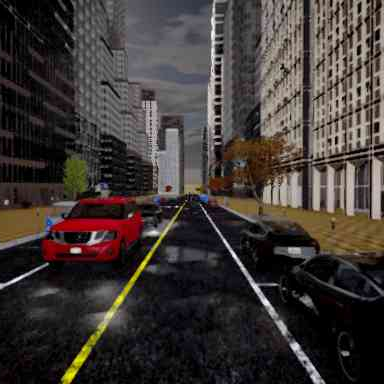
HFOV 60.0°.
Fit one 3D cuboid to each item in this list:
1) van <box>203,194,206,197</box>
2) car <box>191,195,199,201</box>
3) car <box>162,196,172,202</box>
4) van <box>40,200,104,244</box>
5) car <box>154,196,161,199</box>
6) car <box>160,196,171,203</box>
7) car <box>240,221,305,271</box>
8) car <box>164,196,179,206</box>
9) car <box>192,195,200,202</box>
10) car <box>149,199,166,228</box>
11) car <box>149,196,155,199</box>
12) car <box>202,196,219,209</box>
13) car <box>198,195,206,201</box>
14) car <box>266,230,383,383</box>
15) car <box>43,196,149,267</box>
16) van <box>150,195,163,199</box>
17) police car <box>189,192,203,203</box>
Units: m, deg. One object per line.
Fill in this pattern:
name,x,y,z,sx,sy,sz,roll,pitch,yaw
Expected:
van,2.628,1.394,78.282,1.690,1.788,3.998,-1,0,0
car,0.711,1.547,86.442,1.882,1.535,5.008,0,0,3
car,-5.748,1.606,78.276,2.008,1.369,4.403,-1,0,0
van,-5.712,1.341,16.400,1.690,1.788,3.998,-1,0,0
car,-5.727,1.560,44.526,1.887,1.381,4.507,-1,0,0
car,-5.744,1.598,72.651,2.008,1.369,4.403,-1,0,0
car,2.675,1.563,10.780,1.947,1.339,4.313,-1,0,0
car,-3.090,1.587,54.565,1.994,1.385,4.181,0,0,0
car,0.854,1.562,80.405,1.837,1.490,4.892,0,0,0
car,-3.053,1.503,22.496,1.837,1.490,4.892,0,0,1
car,-5.724,1.535,38.731,1.752,1.417,4.829,-1,0,0
car,2.654,1.594,44.531,1.802,1.307,4.206,-1,0,0
car,2.623,1.512,89.531,1.967,1.590,4.097,-1,0,0
car,2.678,1.563,5.155,1.947,1.339,4.313,-1,0,0
car,-3.096,1.220,11.712,2.150,2.045,5.566,0,0,1
van,-5.733,1.361,50.150,1.690,1.788,3.998,-1,0,0
police car,0.859,1.467,70.515,1.930,1.638,5.238,0,0,0
